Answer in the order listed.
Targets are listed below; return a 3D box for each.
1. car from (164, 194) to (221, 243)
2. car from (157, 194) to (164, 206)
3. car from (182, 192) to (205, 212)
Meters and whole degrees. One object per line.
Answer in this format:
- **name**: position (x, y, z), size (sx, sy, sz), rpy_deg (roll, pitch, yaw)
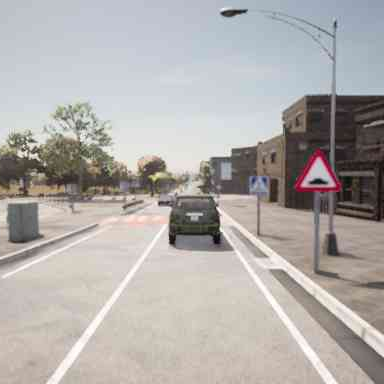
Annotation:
- **car**: position (0.102, 1.091, 15.445), size (2.150, 2.045, 5.566), rpy_deg (0, 0, 0)
- **car**: position (-3.245, 1.012, 42.109), size (2.033, 1.411, 5.357), rpy_deg (0, 1, 0)
- **car**: position (0.103, 0.957, 32.796), size (2.097, 1.767, 4.553), rpy_deg (0, 1, 0)
